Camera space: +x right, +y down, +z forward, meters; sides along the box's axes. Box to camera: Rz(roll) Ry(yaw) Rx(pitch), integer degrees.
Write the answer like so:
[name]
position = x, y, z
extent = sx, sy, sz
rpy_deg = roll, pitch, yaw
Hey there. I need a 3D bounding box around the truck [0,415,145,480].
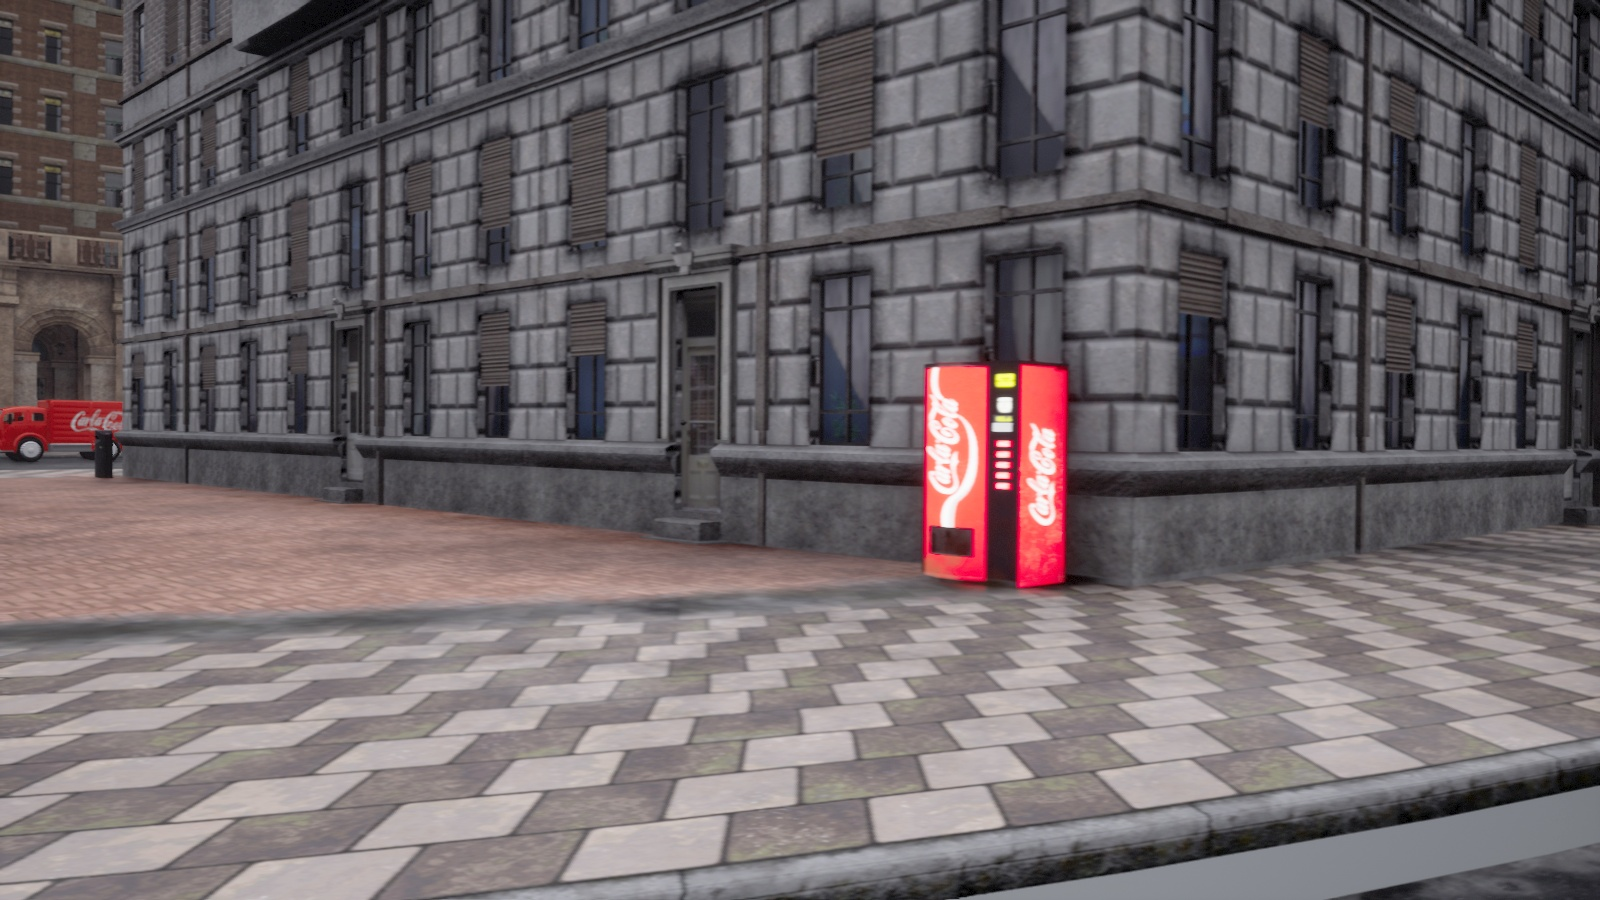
[truck]
position = -29.677, -0.137, 50.683
extent = 5.204, 2.467, 2.627
rpy_deg = -1, 1, -44
